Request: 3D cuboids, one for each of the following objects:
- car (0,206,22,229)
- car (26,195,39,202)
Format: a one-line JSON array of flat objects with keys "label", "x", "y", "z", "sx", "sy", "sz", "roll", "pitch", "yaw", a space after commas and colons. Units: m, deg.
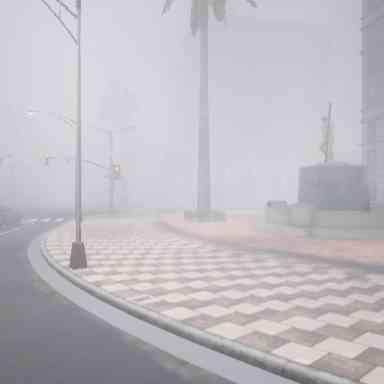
[{"label": "car", "x": -12.542, "y": 1.571, "z": 21.359, "sx": 1.994, "sy": 1.385, "sz": 4.181, "roll": 0, "pitch": 0, "yaw": -10}, {"label": "car", "x": -35.798, "y": 1.511, "z": 74.754, "sx": 2.161, "sy": 1.482, "sz": 4.786, "roll": 0, "pitch": 0, "yaw": -11}]
